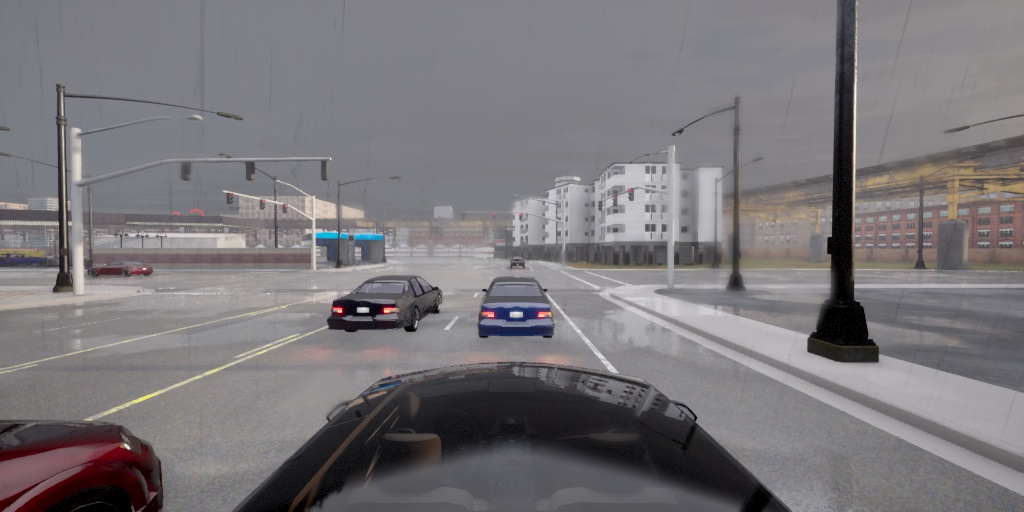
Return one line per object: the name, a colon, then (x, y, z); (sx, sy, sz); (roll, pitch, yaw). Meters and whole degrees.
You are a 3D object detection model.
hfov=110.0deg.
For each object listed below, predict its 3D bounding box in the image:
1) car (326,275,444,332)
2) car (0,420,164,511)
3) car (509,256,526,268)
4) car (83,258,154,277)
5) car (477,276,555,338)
car: (-3.408, 1.274, 10.708); (2.033, 1.411, 5.357); (0, 0, 0)
car: (-3.394, 1.314, 0.711); (1.994, 1.385, 4.181); (0, 0, -1)
car: (0.695, 0.771, 46.188); (1.837, 1.490, 4.892); (0, 1, 0)
car: (-33.766, 1.084, 30.947); (4.181, 1.385, 1.994); (0, 1, -1)
car: (0.088, 1.280, 10.107); (2.033, 1.411, 5.357); (0, 0, 0)
